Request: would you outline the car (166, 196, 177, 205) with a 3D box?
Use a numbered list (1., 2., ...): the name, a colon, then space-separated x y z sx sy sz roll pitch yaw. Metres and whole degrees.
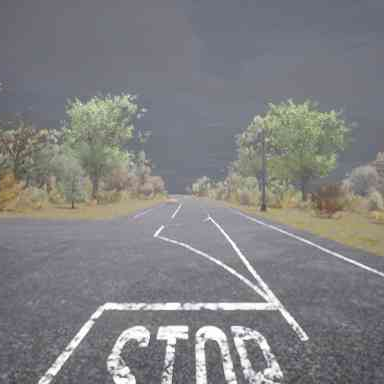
1. car: -3.931 1.560 63.931 2.097 1.767 4.553 0 0 -1
